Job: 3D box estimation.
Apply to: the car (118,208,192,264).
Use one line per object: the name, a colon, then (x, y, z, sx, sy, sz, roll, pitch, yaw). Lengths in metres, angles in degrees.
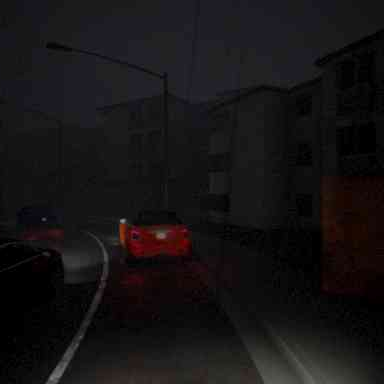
car: (-1.554, 1.383, 12.384, 2.097, 1.767, 4.553, 0, 0, -16)

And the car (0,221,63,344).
car: (-3.655, 1.519, 5.635, 2.128, 1.511, 4.902, 0, 0, -6)

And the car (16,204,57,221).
car: (-10.664, 1.571, 22.741, 1.882, 1.535, 5.008, 0, 0, -35)
